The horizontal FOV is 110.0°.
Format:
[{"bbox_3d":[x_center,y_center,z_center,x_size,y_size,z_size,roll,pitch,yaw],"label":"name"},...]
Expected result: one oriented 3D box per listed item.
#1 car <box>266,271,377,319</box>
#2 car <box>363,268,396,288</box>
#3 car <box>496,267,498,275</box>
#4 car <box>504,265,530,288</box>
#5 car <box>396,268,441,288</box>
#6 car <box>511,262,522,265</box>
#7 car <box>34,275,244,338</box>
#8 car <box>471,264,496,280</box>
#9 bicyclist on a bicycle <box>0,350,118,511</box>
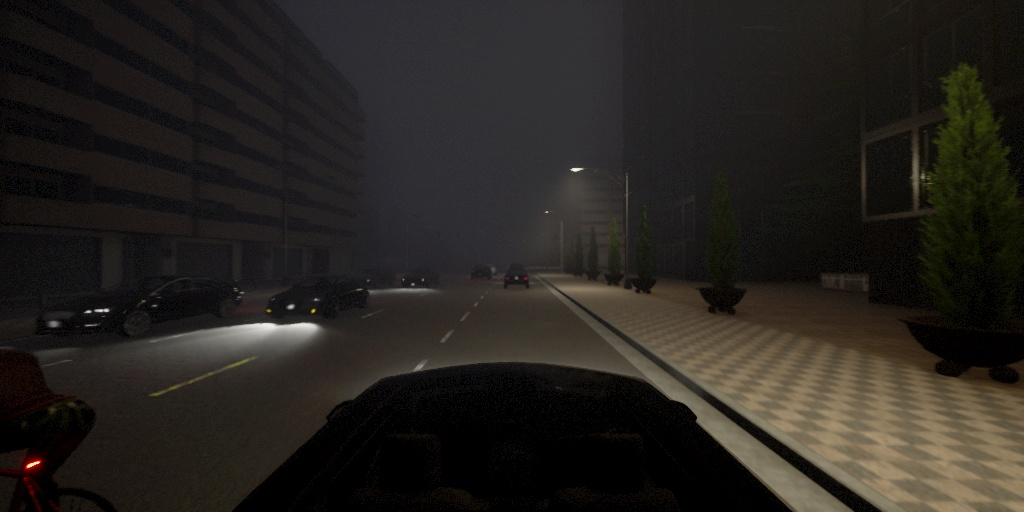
[{"bbox_3d":[-6.944,1.441,13.302,1.994,1.385,4.181,0,-1,1],"label":"car"},{"bbox_3d":[-10.284,1.578,26.788,2.033,1.411,5.357,0,-1,1],"label":"car"},{"bbox_3d":[-2.956,1.785,45.990,1.812,1.442,4.674,0,-1,1],"label":"car"},{"bbox_3d":[0.355,1.589,26.875,2.033,1.411,5.357,0,-1,1],"label":"car"},{"bbox_3d":[-6.775,1.587,27.337,2.033,1.411,5.357,0,-1,1],"label":"car"},{"bbox_3d":[0.538,1.585,43.488,2.097,1.767,4.553,0,-1,1],"label":"car"},{"bbox_3d":[-10.489,1.335,10.692,2.128,1.511,4.902,0,-1,1],"label":"car"},{"bbox_3d":[-3.042,1.629,36.673,1.882,1.535,5.008,0,-1,1],"label":"car"},{"bbox_3d":[-2.993,1.205,2.029,1.656,1.620,0.582,-2,-1,0],"label":"bicyclist on a bicycle"}]
